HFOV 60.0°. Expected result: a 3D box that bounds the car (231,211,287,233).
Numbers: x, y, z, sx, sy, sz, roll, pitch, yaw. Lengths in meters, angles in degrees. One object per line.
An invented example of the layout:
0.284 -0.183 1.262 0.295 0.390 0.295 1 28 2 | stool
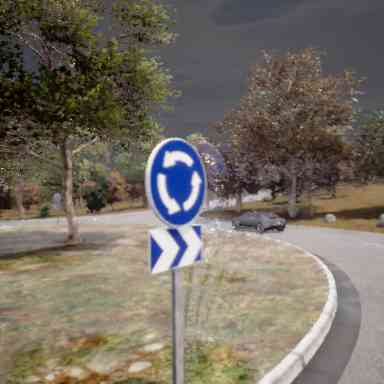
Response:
4.540 2.012 23.208 1.994 1.385 4.181 0 -1 -30 | car
